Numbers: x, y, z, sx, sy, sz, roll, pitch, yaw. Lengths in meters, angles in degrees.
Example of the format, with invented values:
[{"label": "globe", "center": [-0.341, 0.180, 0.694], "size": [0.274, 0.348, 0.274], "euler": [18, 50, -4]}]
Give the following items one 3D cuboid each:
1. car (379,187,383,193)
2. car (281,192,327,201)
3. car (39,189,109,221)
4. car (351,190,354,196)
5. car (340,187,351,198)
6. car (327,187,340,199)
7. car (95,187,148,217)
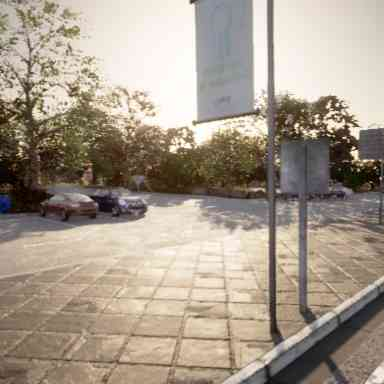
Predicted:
[{"label": "car", "center": [39.525, -0.602, 65.151], "size": [2.097, 1.535, 5.008], "euler": [-2, 3, -45]}, {"label": "car", "center": [12.476, 0.193, 38.213], "size": [2.002, 1.452, 4.674], "euler": [-2, 3, -45]}, {"label": "car", "center": [-6.979, 0.745, 18.777], "size": [4.674, 1.452, 2.002], "euler": [2, 3, 45]}, {"label": "car", "center": [19.345, 0.000, 45.056], "size": [2.002, 1.452, 4.674], "euler": [-2, 3, -45]}, {"label": "car", "center": [17.110, 0.022, 42.838], "size": [2.097, 1.535, 5.008], "euler": [-2, 3, -45]}, {"label": "car", "center": [14.799, 0.089, 40.521], "size": [2.231, 1.521, 4.892], "euler": [-2, 3, -45]}, {"label": "car", "center": [-4.784, 0.512, 21.059], "size": [4.553, 1.767, 2.185], "euler": [2, 3, 45]}]
